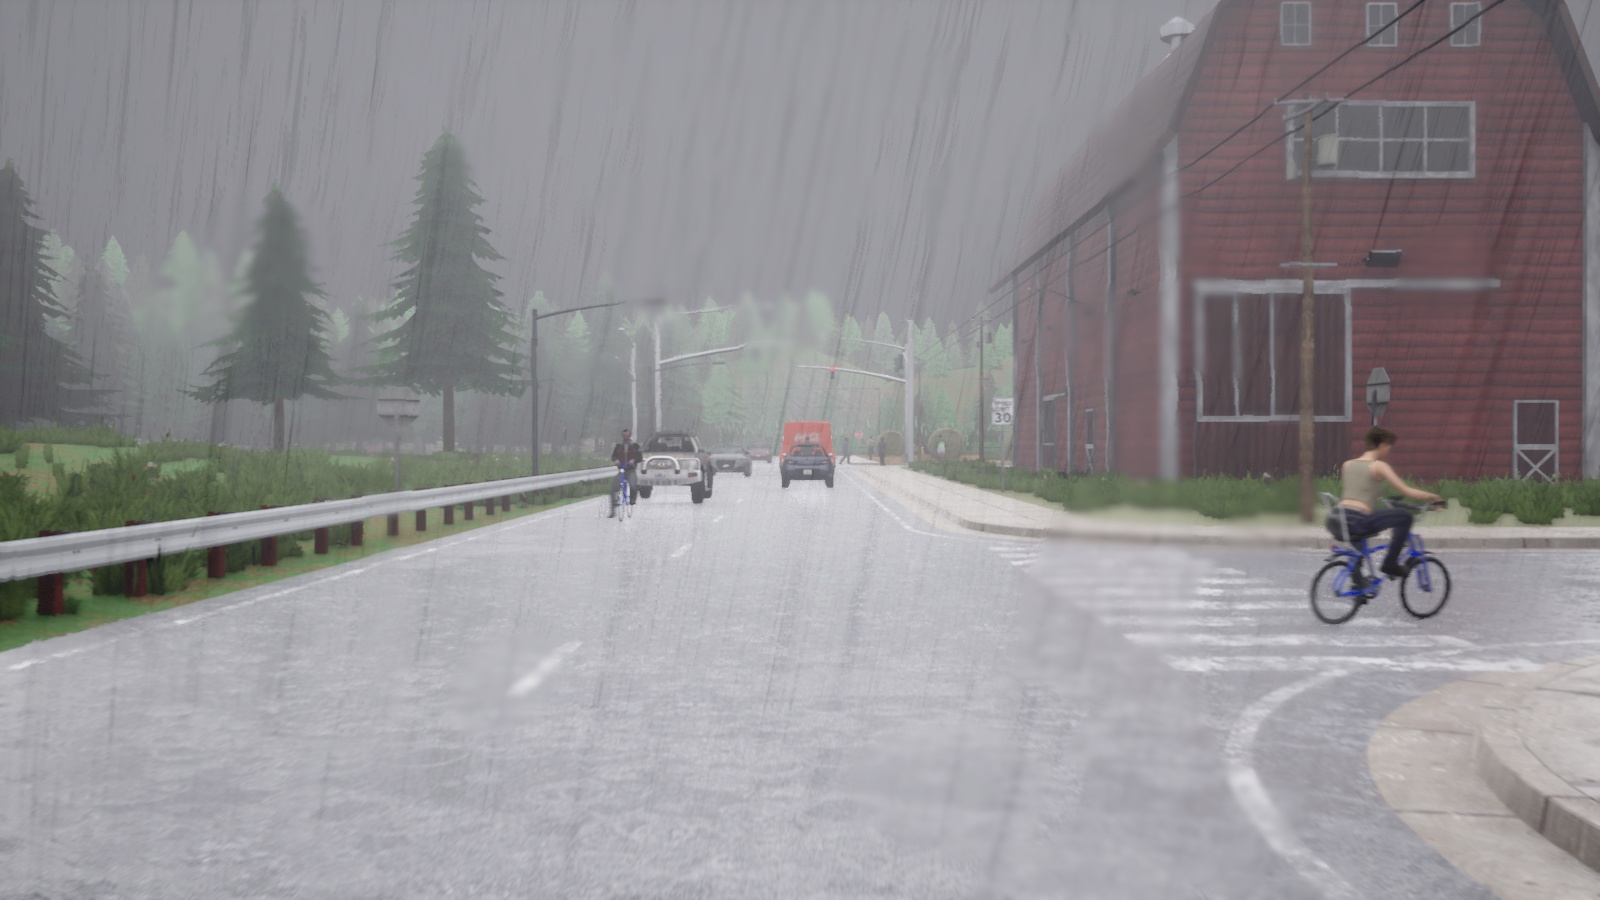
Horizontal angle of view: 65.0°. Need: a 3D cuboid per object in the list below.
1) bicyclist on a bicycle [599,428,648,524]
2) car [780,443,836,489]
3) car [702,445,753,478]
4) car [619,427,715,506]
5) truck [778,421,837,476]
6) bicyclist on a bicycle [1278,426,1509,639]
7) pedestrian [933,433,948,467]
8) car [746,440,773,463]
[{"bbox_3d":[-3.348,0.474,23.969,0.659,1.776,1.843,0,0,0],"label":"bicyclist on a bicycle"},{"bbox_3d":[0.259,0.510,42.792,1.816,1.474,4.193,0,0,0],"label":"car"},{"bbox_3d":[-3.162,0.483,55.562,1.994,1.385,4.181,0,0,0],"label":"car"},{"bbox_3d":[-3.304,0.374,31.948,1.932,1.855,4.605,0,0,0],"label":"car"},{"bbox_3d":[0.350,-0.084,58.823,2.627,2.467,5.204,0,0,0],"label":"truck"},{"bbox_3d":[4.841,0.627,10.275,1.509,1.612,0.866,0,2,-22],"label":"bicyclist on a bicycle"},{"bbox_3d":[7.964,0.007,71.357,0.659,1.952,0.873,0,0,-8],"label":"pedestrian"},{"bbox_3d":[-2.962,0.104,91.962,1.851,1.617,3.988,0,0,0],"label":"car"}]
